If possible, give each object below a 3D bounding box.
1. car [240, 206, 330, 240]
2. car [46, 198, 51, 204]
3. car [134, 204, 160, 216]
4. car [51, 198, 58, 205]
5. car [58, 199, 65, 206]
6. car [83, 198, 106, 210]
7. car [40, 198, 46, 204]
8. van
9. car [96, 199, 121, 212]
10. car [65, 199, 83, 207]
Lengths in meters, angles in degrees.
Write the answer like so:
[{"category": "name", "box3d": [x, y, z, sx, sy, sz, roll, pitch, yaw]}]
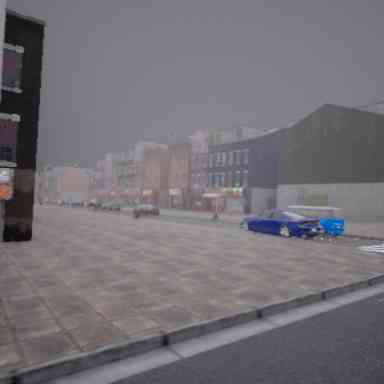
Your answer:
[{"category": "car", "box3d": [4.766, 1.746, 18.552, 1.882, 1.535, 5.008, 2, -1, -31]}, {"category": "car", "box3d": [-30.599, 2.185, 74.206, 1.802, 1.307, 4.206, 4, -2, -35]}, {"category": "car", "box3d": [-5.261, 2.041, 38.558, 1.802, 1.307, 4.206, 4, -2, -35]}, {"category": "car", "box3d": [-27.527, 2.103, 69.891, 1.752, 1.417, 4.829, 4, -2, -35]}, {"category": "car", "box3d": [-24.263, 2.119, 65.295, 1.947, 1.339, 4.313, 4, -2, -35]}, {"category": "car", "box3d": [-14.750, 1.810, 51.935, 2.192, 1.841, 5.009, 4, -2, -35]}, {"category": "car", "box3d": [-33.760, 2.071, 78.666, 1.967, 1.590, 4.097, 4, -2, -35]}, {"category": "van", "box3d": [7.417, 1.788, 20.739, 1.690, 1.788, 3.998, 4, -2, -35]}, {"category": "car", "box3d": [-11.593, 2.046, 47.471, 1.947, 1.339, 4.313, 4, -2, -35]}, {"category": "car", "box3d": [-21.095, 2.076, 60.840, 1.887, 1.381, 4.507, 4, -2, -35]}]
